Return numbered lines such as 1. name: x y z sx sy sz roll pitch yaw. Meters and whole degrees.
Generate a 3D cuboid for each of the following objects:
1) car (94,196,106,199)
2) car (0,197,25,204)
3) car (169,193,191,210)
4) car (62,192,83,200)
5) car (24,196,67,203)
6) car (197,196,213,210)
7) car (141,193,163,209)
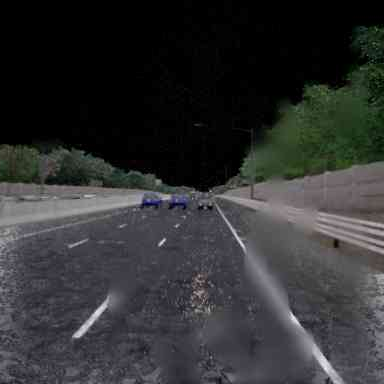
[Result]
1. car: -15.205 1.404 55.106 1.994 1.385 4.181 1 0 3
2. car: -19.630 1.301 36.483 1.837 1.490 4.892 1 0 3
3. car: -1.727 1.201 43.555 2.150 2.045 5.566 1 0 3
4. car: -18.859 1.019 52.080 2.150 2.045 5.566 1 1 3
5. car: -16.114 1.433 36.855 1.895 1.301 4.718 1 0 3
6. car: 1.763 1.616 43.362 1.895 1.301 4.718 1 0 3
7. car: -5.222 1.165 43.718 2.150 2.045 5.566 1 0 3
